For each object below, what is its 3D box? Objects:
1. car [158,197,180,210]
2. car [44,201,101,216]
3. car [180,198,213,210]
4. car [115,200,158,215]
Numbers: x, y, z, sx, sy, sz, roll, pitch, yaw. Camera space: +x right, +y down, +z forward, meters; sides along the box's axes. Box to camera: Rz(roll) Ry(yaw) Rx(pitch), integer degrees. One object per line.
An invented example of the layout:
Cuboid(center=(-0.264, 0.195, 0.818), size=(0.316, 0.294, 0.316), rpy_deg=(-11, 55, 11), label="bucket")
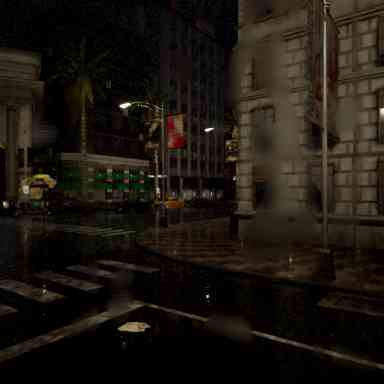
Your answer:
Cuboid(center=(-3.046, 1.478, 44.315), size=(1.882, 1.535, 5.008), rpy_deg=(0, 1, 37), label="car")
Cuboid(center=(-11.572, 1.547, 32.700), size=(2.033, 1.411, 5.357), rpy_deg=(0, 0, 36), label="car")
Cuboid(center=(0.939, 1.526, 43.825), size=(1.812, 1.442, 4.674), rpy_deg=(0, 0, 38), label="car")
Cuboid(center=(-5.964, 1.564, 34.465), size=(1.994, 1.385, 4.181), rpy_deg=(0, 0, 36), label="car")
